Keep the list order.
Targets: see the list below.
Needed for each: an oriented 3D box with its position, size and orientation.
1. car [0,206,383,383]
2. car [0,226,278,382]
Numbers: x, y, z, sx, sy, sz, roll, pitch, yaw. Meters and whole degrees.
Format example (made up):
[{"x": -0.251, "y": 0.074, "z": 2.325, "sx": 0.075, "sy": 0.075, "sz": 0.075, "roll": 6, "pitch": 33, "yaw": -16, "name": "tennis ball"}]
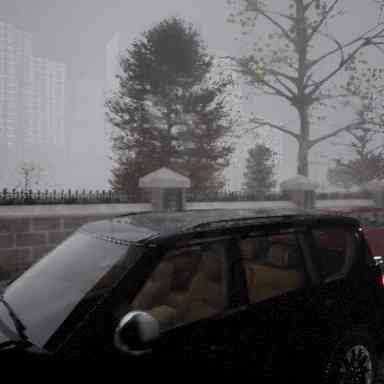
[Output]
[{"x": -0.273, "y": 1.229, "z": 3.182, "sx": 5.566, "sy": 2.045, "sz": 2.150, "roll": 1, "pitch": 0, "yaw": -36, "name": "car"}, {"x": -0.749, "y": 1.534, "z": 6.023, "sx": 4.829, "sy": 1.417, "sz": 1.752, "roll": 0, "pitch": 0, "yaw": -36, "name": "car"}]
